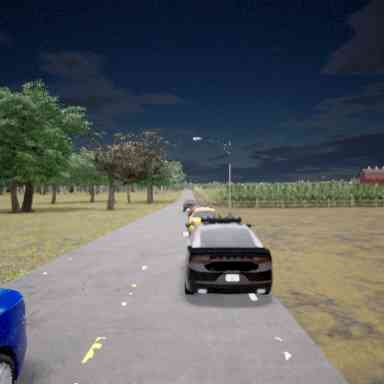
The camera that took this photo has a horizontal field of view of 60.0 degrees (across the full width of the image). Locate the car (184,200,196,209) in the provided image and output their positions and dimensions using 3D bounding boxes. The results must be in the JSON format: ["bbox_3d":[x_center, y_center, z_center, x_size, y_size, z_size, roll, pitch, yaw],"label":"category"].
[{"bbox_3d":[-0.385,2.196,59.784,2.033,1.411,5.357,0,-1,0],"label":"car"}]

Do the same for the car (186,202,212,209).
[{"bbox_3d":[0.704,1.590,19.110,1.801,1.575,5.366,0,-1,0],"label":"car"}]

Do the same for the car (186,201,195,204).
[{"bbox_3d":[0.666,1.670,24.923,1.882,1.535,5.008,0,-1,0],"label":"car"}]

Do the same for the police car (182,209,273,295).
[{"bbox_3d":[0.769,1.478,9.028,1.930,1.638,5.238,0,0,0],"label":"police car"}]

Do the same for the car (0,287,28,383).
[{"bbox_3d":[-2.757,1.487,1.680,1.882,1.535,5.008,0,0,0],"label":"car"}]

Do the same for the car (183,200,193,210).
[{"bbox_3d":[-0.286,1.967,45.961,1.837,1.490,4.892,0,-1,0],"label":"car"}]
